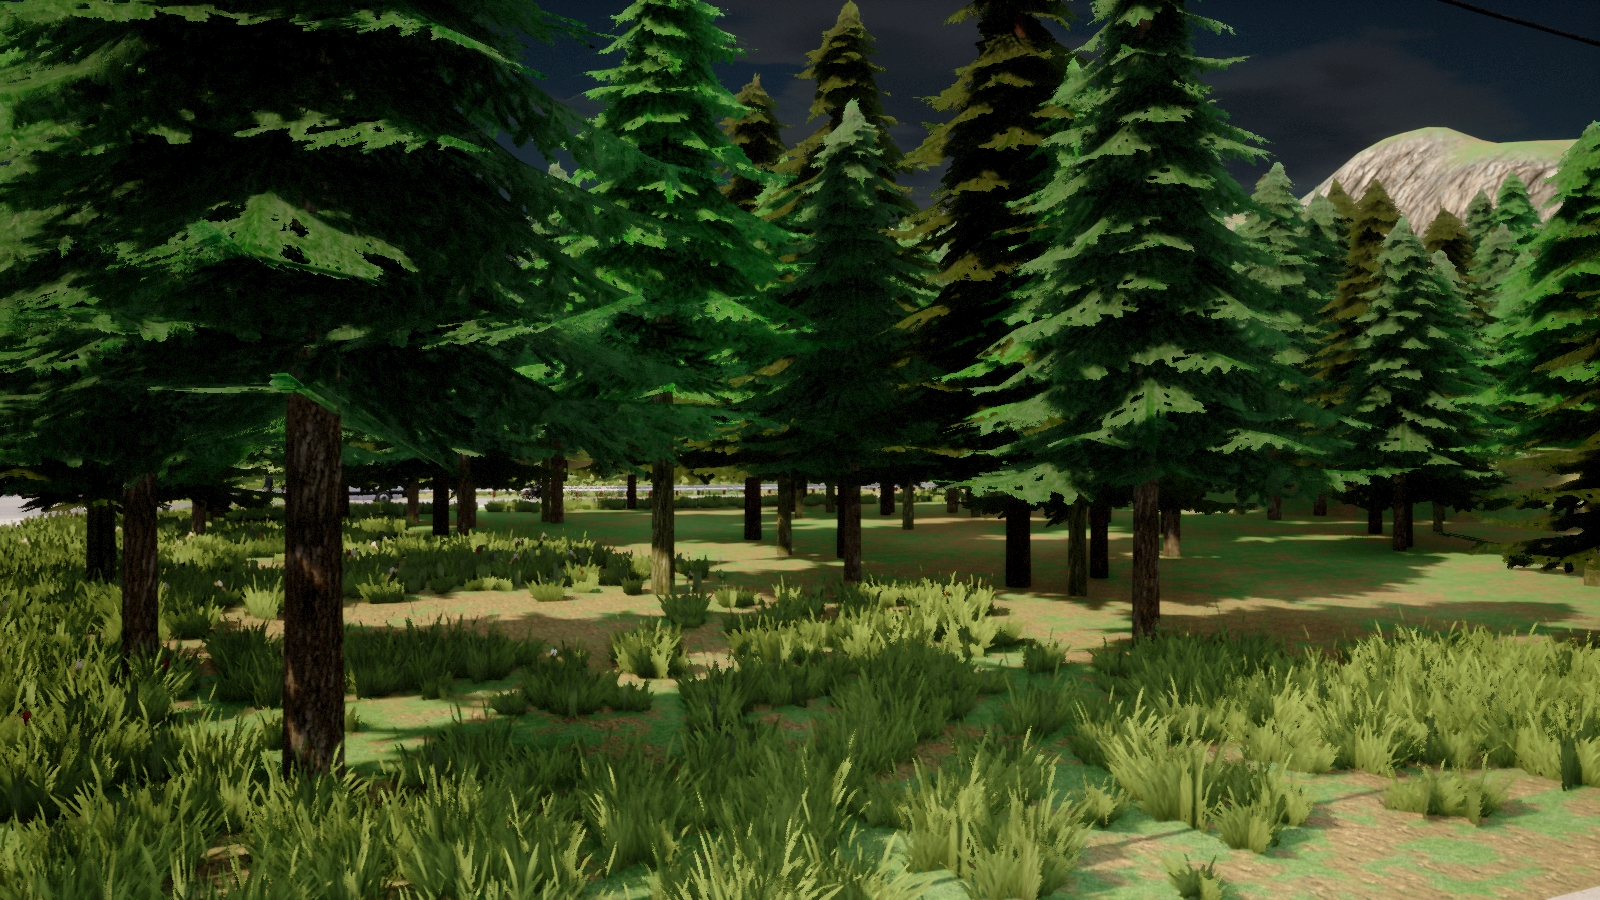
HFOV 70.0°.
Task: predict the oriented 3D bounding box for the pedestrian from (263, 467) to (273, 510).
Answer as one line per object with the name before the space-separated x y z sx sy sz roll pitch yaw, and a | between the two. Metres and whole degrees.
pedestrian | -23.050 1.670 49.518 0.375 1.860 0.375 0 0 -30

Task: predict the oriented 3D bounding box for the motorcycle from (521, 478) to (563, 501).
motorcycle | -14.350 2.178 63.544 2.209 1.251 0.867 0 0 -18
